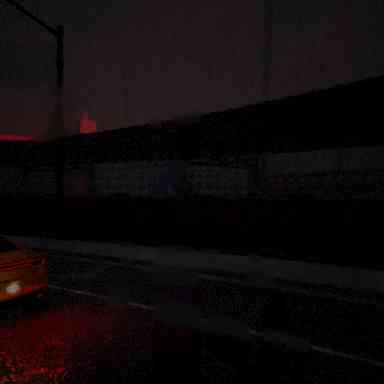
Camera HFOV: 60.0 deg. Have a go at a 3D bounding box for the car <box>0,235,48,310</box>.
[{"bbox_3d":[-5.208,1.546,7.043,5.008,1.535,1.882,-1,0,31],"label":"car"}]
